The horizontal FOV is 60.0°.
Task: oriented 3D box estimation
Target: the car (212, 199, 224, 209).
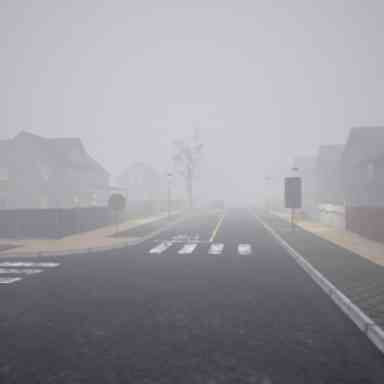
[{"bbox_3d":[4.418,1.989,55.649,2.128,1.511,4.902,0,-1,7],"label":"car"}]
